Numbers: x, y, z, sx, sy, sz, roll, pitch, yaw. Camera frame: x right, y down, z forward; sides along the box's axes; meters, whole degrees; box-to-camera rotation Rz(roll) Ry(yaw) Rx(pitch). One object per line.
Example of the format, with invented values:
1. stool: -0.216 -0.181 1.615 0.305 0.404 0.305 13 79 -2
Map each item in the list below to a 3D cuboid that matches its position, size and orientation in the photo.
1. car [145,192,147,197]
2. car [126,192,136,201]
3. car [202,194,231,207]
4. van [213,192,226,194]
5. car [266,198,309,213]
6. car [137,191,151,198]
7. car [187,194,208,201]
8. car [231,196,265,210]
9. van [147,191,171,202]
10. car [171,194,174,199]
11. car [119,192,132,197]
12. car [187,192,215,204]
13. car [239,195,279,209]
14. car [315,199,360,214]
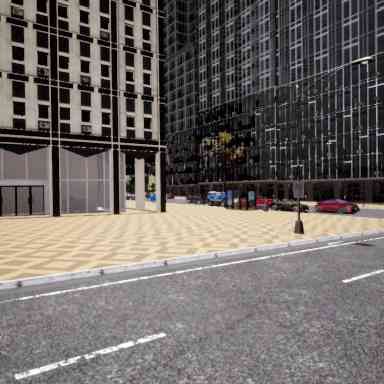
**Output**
1. car: -8.631 0.615 77.161 2.192 1.841 5.009 0 1 -35
2. car: -12.301 1.040 67.728 2.008 1.369 4.403 0 1 -35
3. car: 3.792 1.320 44.308 1.947 1.339 4.313 0 1 -35
4. van: 4.279 0.855 58.448 1.690 1.788 3.998 0 1 -35
5. car: 10.185 1.424 34.907 1.947 1.339 4.313 0 1 -35
6. car: -11.859 0.686 81.840 1.967 1.590 4.097 0 1 -35
7. car: 1.052 1.043 63.129 1.802 1.307 4.206 0 1 -35
8. car: 6.971 1.388 39.597 1.802 1.307 4.206 0 1 -35
9. van: -5.846 0.937 58.369 1.690 1.788 3.998 0 1 -35
10. car: -5.403 0.936 72.486 1.802 1.307 4.206 0 1 -35
11. car: -18.313 0.689 91.198 2.008 1.369 4.403 0 1 -35
12. car: 0.991 1.130 53.039 1.837 1.490 4.892 -1 3 -34
13. car: 8.431 1.228 42.226 1.882 1.535 5.008 -1 1 -35
14. car: 14.521 1.412 33.395 1.994 1.385 4.181 -1 1 -35
